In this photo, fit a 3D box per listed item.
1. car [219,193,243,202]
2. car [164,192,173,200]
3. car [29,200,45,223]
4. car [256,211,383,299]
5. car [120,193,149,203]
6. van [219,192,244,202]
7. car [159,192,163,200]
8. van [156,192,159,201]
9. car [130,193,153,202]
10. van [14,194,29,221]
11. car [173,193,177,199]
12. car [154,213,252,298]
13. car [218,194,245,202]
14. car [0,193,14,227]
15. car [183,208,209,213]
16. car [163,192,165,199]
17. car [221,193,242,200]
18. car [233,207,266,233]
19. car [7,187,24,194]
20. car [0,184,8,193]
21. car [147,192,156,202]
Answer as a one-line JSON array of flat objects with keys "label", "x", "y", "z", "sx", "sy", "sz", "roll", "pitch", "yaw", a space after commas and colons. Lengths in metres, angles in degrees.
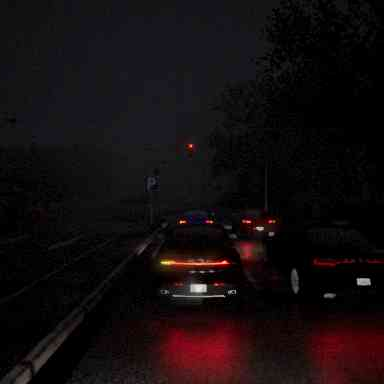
[{"label": "car", "x": 7.953, "y": 1.142, "z": 68.206, "sx": 4.553, "sy": 1.767, "sz": 2.185, "roll": 1, "pitch": 0, "yaw": -13}, {"label": "car", "x": -8.087, "y": 1.357, "z": 86.645, "sx": 4.674, "sy": 1.452, "sz": 2.002, "roll": -1, "pitch": 0, "yaw": -12}, {"label": "car", "x": -13.526, "y": 1.403, "z": 24.927, "sx": 4.553, "sy": 1.767, "sz": 2.185, "roll": -1, "pitch": 0, "yaw": -19}, {"label": "car", "x": 3.140, "y": 1.488, "z": 8.544, "sx": 1.882, "sy": 1.535, "sz": 5.008, "roll": 0, "pitch": 0, "yaw": 0}, {"label": "car", "x": -11.181, "y": 1.358, "z": 62.724, "sx": 4.792, "sy": 1.488, "sz": 2.163, "roll": -1, "pitch": 0, "yaw": -15}, {"label": "van", "x": 7.557, "y": 1.043, "z": 65.238, "sx": 4.442, "sy": 1.987, "sz": 1.878, "roll": 1, "pitch": 0, "yaw": -14}, {"label": "car", "x": -9.699, "y": 1.321, "z": 74.673, "sx": 4.892, "sy": 1.521, "sz": 2.231, "roll": -1, "pitch": 0, "yaw": -13}, {"label": "van", "x": -9.939, "y": 1.093, "z": 71.703, "sx": 4.442, "sy": 1.987, "sz": 1.878, "roll": -1, "pitch": 0, "yaw": -14}, {"label": "car", "x": -10.418, "y": 1.196, "z": 68.665, "sx": 4.553, "sy": 1.767, "sz": 2.185, "roll": -1, "pitch": 0, "yaw": -14}, {"label": "van", "x": -13.514, "y": 1.297, "z": 21.949, "sx": 4.442, "sy": 1.987, "sz": 1.878, "roll": -1, "pitch": 0, "yaw": -19}, {"label": "car", "x": -7.624, "y": 1.065, "z": 89.649, "sx": 5.566, "sy": 2.045, "sz": 2.435, "roll": -1, "pitch": 0, "yaw": -12}, {"label": "car", "x": 0.139, "y": 1.515, "z": 8.506, "sx": 1.837, "sy": 1.490, "sz": 4.892, "roll": 0, "pitch": 0, "yaw": 0}, {"label": "car", "x": 8.502, "y": 1.264, "z": 71.197, "sx": 5.366, "sy": 1.575, "sz": 1.946, "roll": 1, "pitch": 0, "yaw": -13}, {"label": "car", "x": -13.643, "y": 1.267, "z": 18.913, "sx": 5.566, "sy": 2.045, "sz": 2.435, "roll": -1, "pitch": 0, "yaw": -19}, {"label": "car", "x": 0.215, "y": 1.551, "z": 17.630, "sx": 1.812, "sy": 1.442, "sz": 4.674, "roll": 0, "pitch": 0, "yaw": 1}, {"label": "car", "x": -9.313, "y": 1.359, "z": 77.666, "sx": 4.674, "sy": 1.452, "sz": 2.002, "roll": -1, "pitch": 0, "yaw": -13}, {"label": "car", "x": 9.807, "y": 1.129, "z": 82.898, "sx": 4.553, "sy": 1.767, "sz": 2.185, "roll": 1, "pitch": 0, "yaw": -12}, {"label": "car", "x": 3.234, "y": 1.550, "z": 17.884, "sx": 1.812, "sy": 1.442, "sz": 4.674, "roll": 0, "pitch": 0, "yaw": 1}, {"label": "car", "x": -27.941, "y": 0.137, "z": 53.663, "sx": 2.002, "sy": 1.452, "sz": 4.674, "roll": 6, "pitch": -3, "yaw": -19}, {"label": "car", "x": -30.935, "y": -0.426, "z": 53.737, "sx": 2.435, "sy": 2.045, "sz": 5.566, "roll": 6, "pitch": -3, "yaw": -19}, {"label": "car", "x": -10.524, "y": 1.315, "z": 65.713, "sx": 5.366, "sy": 1.575, "sz": 1.946, "roll": -1, "pitch": 0, "yaw": -14}]
